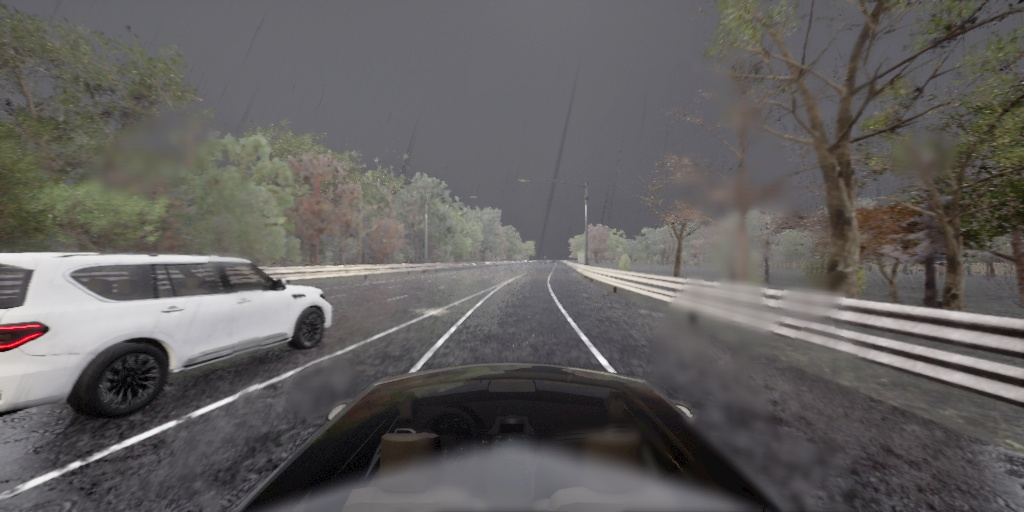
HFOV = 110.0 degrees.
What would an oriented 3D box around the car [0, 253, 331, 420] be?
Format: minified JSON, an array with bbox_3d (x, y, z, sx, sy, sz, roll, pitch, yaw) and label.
[{"bbox_3d":[-5.575,0.990,6.106,2.150,2.045,5.566,0,0,7],"label":"car"}]
